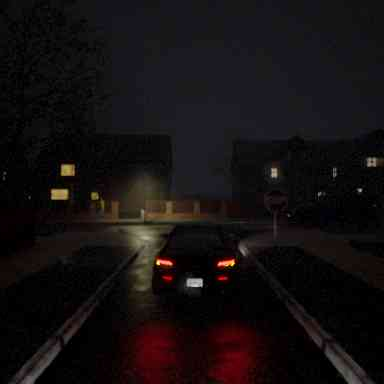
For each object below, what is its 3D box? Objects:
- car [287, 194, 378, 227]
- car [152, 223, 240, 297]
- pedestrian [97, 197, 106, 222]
[{"bbox_3d":[9.129,1.152,21.851,5.566,2.045,2.150,0,-1,1],"label":"car"},{"bbox_3d":[0.128,1.500,8.431,1.812,1.442,4.674,0,0,2],"label":"car"},{"bbox_3d":[-6.771,1.281,24.932,0.375,1.860,0.375,0,-1,1],"label":"pedestrian"}]
